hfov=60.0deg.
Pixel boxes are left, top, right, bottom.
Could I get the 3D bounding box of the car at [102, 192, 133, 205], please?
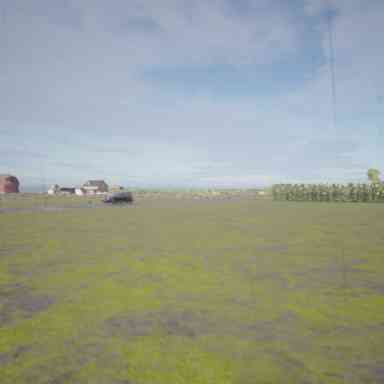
[{"bbox_3d":[-12.176,1.031,54.685,2.150,2.045,5.566,1,0,34],"label":"car"}]
